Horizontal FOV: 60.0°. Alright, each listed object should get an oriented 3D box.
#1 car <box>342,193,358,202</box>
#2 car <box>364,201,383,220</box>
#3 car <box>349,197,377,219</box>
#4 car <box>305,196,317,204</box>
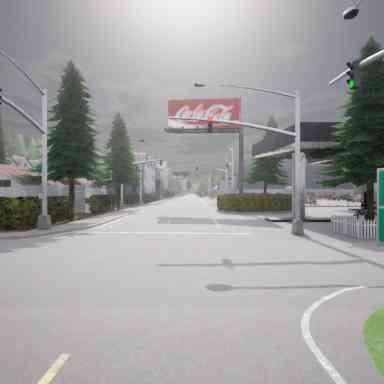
[{"bbox_3d":[34.931,1.489,71.791,2.007,1.523,4.514,0,0,0],"label":"car"},{"bbox_3d":[18.705,1.672,30.609,4.611,1.667,2.242,0,0,0],"label":"car"},{"bbox_3d":[14.376,1.505,24.940,3.866,1.878,1.905,0,0,0],"label":"car"},{"bbox_3d":[22.524,1.552,64.004,1.970,1.475,3.806,0,0,0],"label":"car"}]
